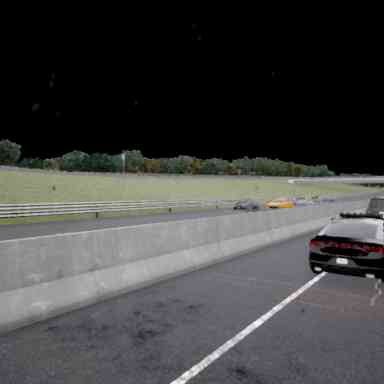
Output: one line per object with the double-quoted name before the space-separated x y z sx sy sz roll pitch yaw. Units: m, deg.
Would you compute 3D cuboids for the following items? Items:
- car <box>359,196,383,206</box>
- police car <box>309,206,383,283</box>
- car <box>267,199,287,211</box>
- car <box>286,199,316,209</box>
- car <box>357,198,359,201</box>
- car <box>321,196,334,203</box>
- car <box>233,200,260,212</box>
"car" 10.845 1.261 18.052 2.150 2.045 5.566 0 0 36
"police car" 5.063 1.440 9.980 1.930 1.638 5.238 0 0 36
"car" 10.734 1.559 40.400 1.882 1.535 5.008 0 0 35
"car" 12.374 1.603 36.664 1.812 1.442 4.674 0 0 35
"car" 35.977 1.579 70.023 1.837 1.490 4.892 0 0 35
"car" 30.235 1.596 74.027 1.812 1.442 4.674 0 0 35
"car" 6.668 1.633 40.719 1.994 1.385 4.181 0 0 35
